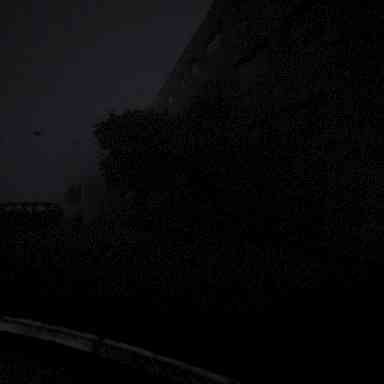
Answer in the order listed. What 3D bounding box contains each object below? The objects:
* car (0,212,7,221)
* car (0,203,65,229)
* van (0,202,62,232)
[{"bbox_3d":[-47.946,5.887,80.140,5.566,2.045,2.435,0,-4,-22],"label":"car"},{"bbox_3d":[-14.285,2.080,29.440,5.566,2.045,2.435,0,-4,-22],"label":"car"},{"bbox_3d":[-11.039,1.641,21.751,4.442,1.987,1.878,0,-3,-22],"label":"van"}]
